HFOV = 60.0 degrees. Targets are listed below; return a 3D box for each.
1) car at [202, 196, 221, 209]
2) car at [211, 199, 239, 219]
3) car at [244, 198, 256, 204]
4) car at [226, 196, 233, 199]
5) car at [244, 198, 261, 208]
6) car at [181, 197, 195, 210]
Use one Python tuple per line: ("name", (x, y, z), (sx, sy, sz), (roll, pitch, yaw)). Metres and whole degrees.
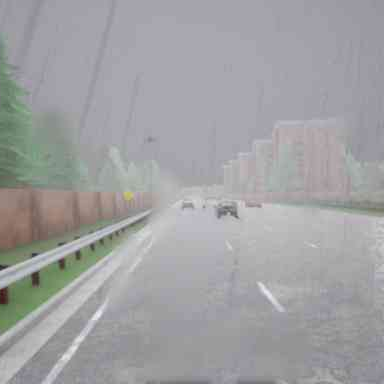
("car", (2.831, 1.614, 52.946), (2.150, 2.045, 5.566), (-1, 0, -1))
("car", (3.221, 1.716, 31.952), (1.837, 1.490, 4.892), (-1, -1, -1))
("car", (12.932, 1.999, 74.515), (1.895, 1.301, 4.718), (-1, 0, -1))
("car", (6.322, 1.866, 53.669), (1.812, 1.442, 4.674), (-1, 0, -1))
("car", (9.827, 1.846, 53.532), (1.994, 1.385, 4.181), (-1, 0, -1))
("car", (-0.649, 1.969, 52.174), (1.812, 1.442, 4.674), (-1, 0, -1))
